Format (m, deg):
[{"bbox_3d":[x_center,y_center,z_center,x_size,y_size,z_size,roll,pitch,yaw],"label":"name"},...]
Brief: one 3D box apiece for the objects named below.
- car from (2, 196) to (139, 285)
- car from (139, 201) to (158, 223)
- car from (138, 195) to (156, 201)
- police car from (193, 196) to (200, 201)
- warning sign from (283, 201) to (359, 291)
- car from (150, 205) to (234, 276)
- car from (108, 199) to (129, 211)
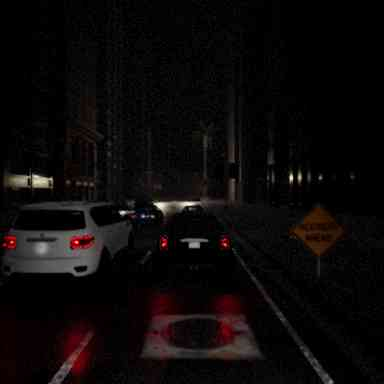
[{"bbox_3d":[-3.183,1.267,9.771,2.150,2.045,5.566,0,0,0],"label":"car"},{"bbox_3d":[-3.177,1.657,24.292,2.033,1.411,5.357,0,0,0],"label":"car"},{"bbox_3d":[-6.568,1.429,45.385,2.150,2.045,5.566,0,-1,0],"label":"car"},{"bbox_3d":[1.168,1.833,87.632,1.930,1.638,5.238,0,0,0],"label":"police car"},{"bbox_3d":[2.853,1.149,7.522,1.300,1.860,1.060,0,0,0],"label":"warning sign"},{"bbox_3d":[0.075,1.400,10.695,2.097,1.767,4.553,0,0,0],"label":"car"},{"bbox_3d":[-9.819,1.729,44.866,1.812,1.442,4.674,0,0,0],"label":"car"}]
